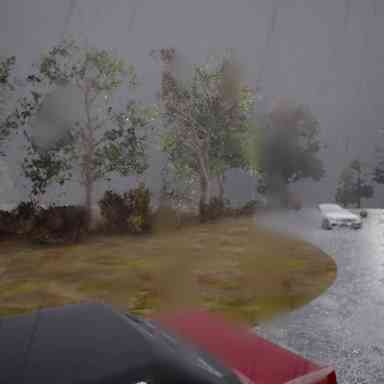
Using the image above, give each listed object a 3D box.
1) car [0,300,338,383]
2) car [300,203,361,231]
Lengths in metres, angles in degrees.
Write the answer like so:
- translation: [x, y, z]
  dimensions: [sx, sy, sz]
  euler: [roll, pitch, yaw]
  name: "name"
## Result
- translation: [-1.255, 1.600, 2.012]
  dimensions: [4.718, 1.301, 1.895]
  euler: [0, 0, -35]
  name: "car"
- translation: [8.029, 1.402, 19.846]
  dimensions: [1.812, 1.442, 4.674]
  euler: [-1, 0, -6]
  name: "car"
